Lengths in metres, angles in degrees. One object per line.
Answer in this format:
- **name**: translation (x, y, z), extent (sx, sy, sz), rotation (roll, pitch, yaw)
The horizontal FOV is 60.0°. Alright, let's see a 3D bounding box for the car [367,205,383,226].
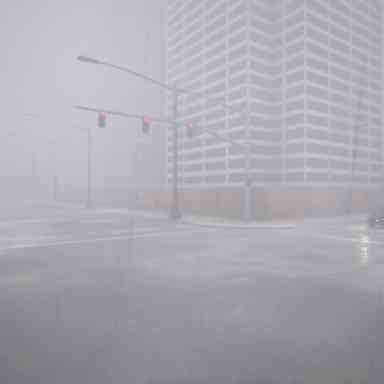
- **car**: translation (13.628, 1.531, 22.305), extent (4.892, 1.490, 1.837), rotation (0, 0, -35)
